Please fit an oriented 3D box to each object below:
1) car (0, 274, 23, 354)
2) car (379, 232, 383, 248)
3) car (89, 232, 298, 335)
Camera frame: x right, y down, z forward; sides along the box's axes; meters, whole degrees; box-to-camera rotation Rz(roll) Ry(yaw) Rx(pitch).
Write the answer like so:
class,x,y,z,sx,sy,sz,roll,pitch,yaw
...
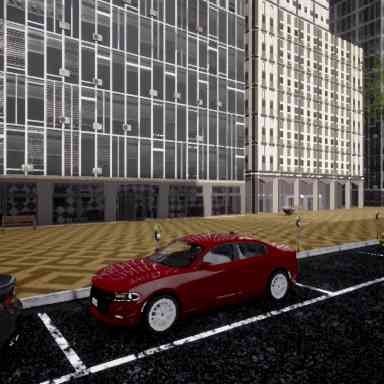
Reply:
class,x,y,z,sx,sy,sz,roll,pitch,yaw
car,-4.265,1.551,3.520,4.403,1.369,2.008,0,0,-35
car,9.125,1.529,13.038,4.829,1.417,1.752,0,0,-35
car,0.244,1.545,6.726,4.507,1.381,1.887,0,0,-35
